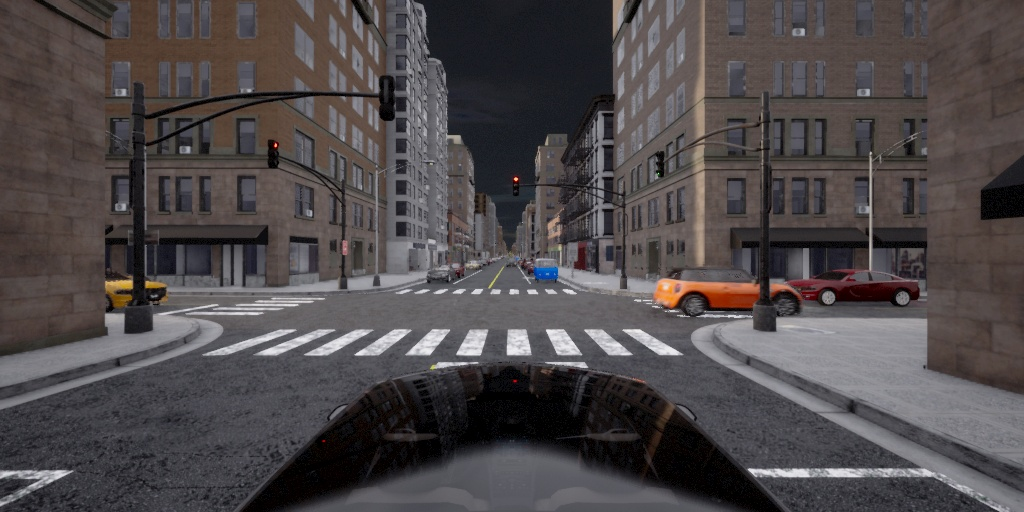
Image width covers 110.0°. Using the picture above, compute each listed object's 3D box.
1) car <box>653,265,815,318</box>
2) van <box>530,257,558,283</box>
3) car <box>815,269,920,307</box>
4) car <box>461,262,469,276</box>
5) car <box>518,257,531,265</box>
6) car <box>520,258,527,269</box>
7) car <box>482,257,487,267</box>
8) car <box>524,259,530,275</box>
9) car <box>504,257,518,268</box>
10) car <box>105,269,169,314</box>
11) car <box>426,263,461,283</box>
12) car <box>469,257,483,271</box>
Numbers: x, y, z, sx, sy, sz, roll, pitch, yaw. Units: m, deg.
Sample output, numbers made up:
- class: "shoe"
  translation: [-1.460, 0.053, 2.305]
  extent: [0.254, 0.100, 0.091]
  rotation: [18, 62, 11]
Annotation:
- class: "car"
  translation: [7.618, 1.157, 12.836]
  extent: [4.553, 1.767, 2.097]
  rotation: [0, 0, 0]
- class: "van"
  translation: [2.572, 1.089, 27.942]
  extent: [1.690, 1.789, 3.998]
  rotation: [0, 0, 0]
- class: "car"
  translation: [14.781, 1.326, 15.813]
  extent: [5.008, 1.535, 1.882]
  rotation: [0, 0, 1]
- class: "car"
  translation: [-5.466, 1.293, 33.595]
  extent: [1.888, 1.381, 4.507]
  rotation: [0, 0, 0]
- class: "car"
  translation: [2.503, 1.055, 56.349]
  extent: [2.192, 1.841, 5.009]
  rotation: [0, 0, 0]
- class: "car"
  translation: [2.516, 1.326, 50.667]
  extent: [1.802, 1.307, 4.207]
  rotation: [0, 0, 0]
- class: "car"
  translation: [-5.522, 1.306, 56.323]
  extent: [1.948, 1.339, 4.313]
  rotation: [0, 0, 0]
- class: "car"
  translation: [2.544, 1.330, 39.304]
  extent: [1.802, 1.307, 4.207]
  rotation: [0, 0, 0]
- class: "car"
  translation: [-0.050, 1.337, 61.551]
  extent: [1.895, 1.301, 4.718]
  rotation: [0, 0, 0]
- class: "car"
  translation: [-15.219, 1.143, 12.750]
  extent: [5.008, 1.535, 1.882]
  rotation: [0, 0, 0]
- class: "car"
  translation: [-5.453, 1.299, 27.913]
  extent: [2.007, 1.370, 4.403]
  rotation: [0, 0, 0]
- class: "car"
  translation: [-5.508, 1.269, 50.471]
  extent: [1.751, 1.417, 4.829]
  rotation: [0, 0, 0]
